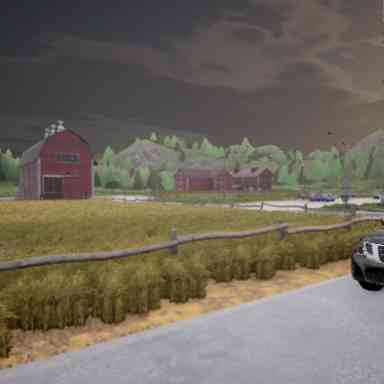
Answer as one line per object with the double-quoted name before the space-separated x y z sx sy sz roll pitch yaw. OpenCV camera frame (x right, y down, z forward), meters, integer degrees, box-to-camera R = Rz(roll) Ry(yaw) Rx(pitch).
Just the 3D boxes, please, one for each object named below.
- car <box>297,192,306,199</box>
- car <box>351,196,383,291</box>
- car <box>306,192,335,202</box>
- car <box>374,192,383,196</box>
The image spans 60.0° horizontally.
"car" 28.008 0.836 81.375 1.932 1.855 4.605 0 0 -36
"car" 6.042 1.170 7.743 5.566 2.045 2.150 0 0 -35
"car" 24.498 1.103 62.408 2.242 1.667 4.611 0 0 -36
"car" 44.052 0.768 76.674 1.905 1.878 3.866 0 0 -36
